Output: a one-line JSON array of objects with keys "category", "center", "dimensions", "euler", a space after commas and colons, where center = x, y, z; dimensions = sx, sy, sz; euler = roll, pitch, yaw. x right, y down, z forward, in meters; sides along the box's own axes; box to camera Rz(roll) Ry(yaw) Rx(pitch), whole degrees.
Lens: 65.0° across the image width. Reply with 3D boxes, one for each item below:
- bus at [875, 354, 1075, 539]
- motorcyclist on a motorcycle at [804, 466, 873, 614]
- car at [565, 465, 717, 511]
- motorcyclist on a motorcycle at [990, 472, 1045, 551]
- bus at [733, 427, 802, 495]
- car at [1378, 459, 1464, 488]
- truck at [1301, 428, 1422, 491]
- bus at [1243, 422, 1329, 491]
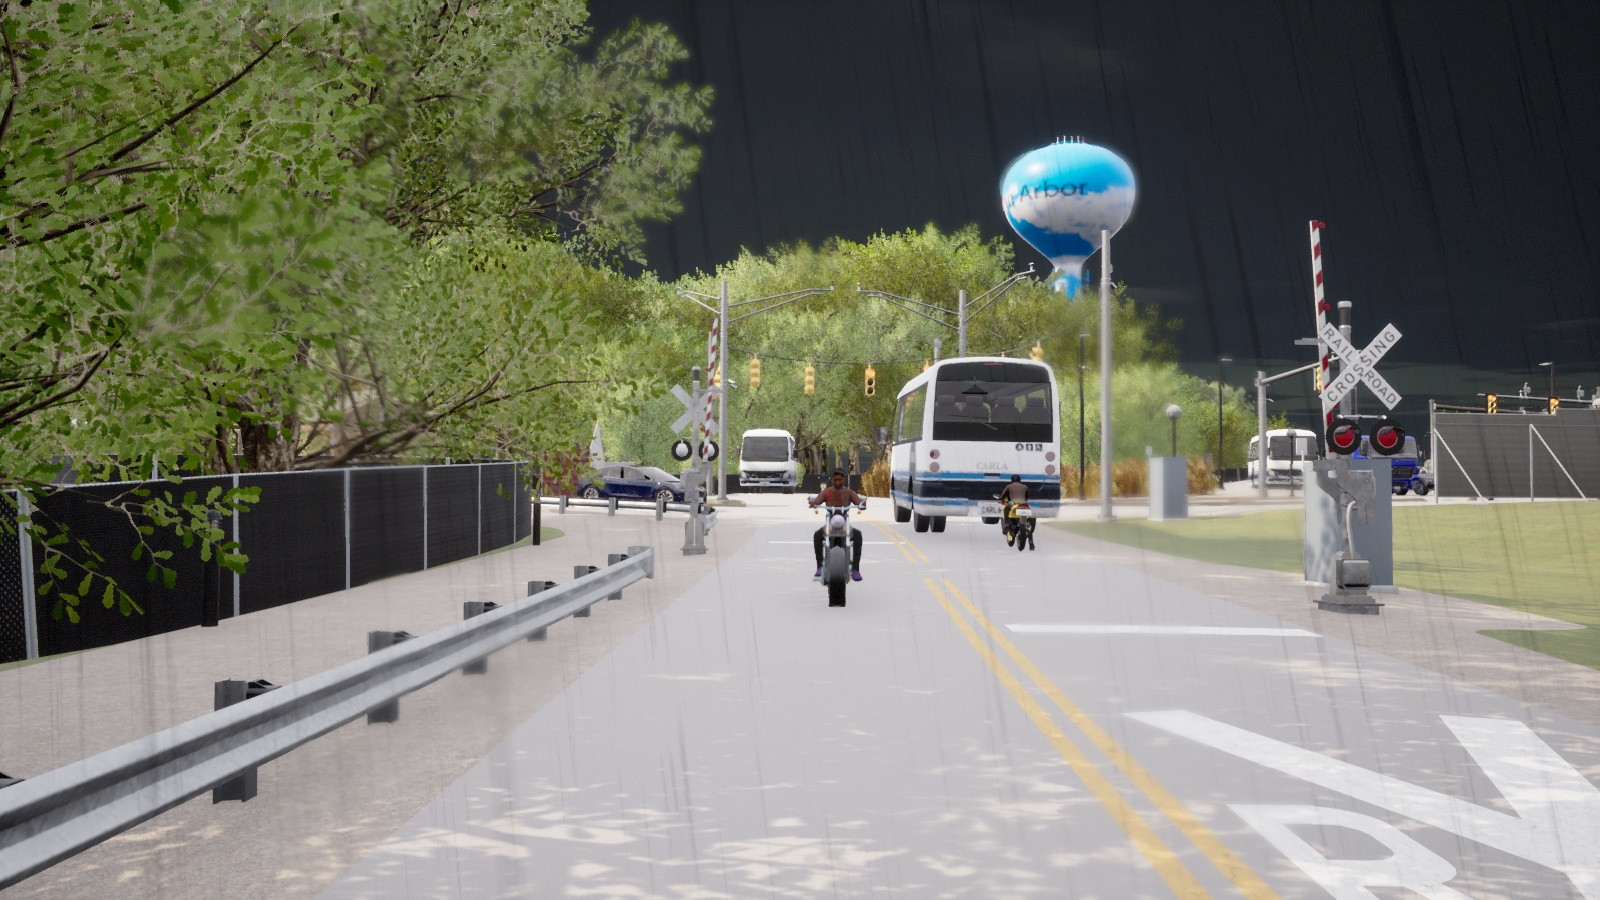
[{"category": "bus", "center": [4.384, -0.011, 34.388], "dimensions": [3.944, 4.253, 10.273], "euler": [1, -1, 0]}, {"category": "motorcyclist on a motorcycle", "center": [0.467, 1.017, 15.155], "dimensions": [0.766, 1.649, 2.350], "euler": [0, -1, 2]}, {"category": "car", "center": [-5.468, 1.299, 43.212], "dimensions": [4.792, 1.488, 2.163], "euler": [0, -2, 28]}, {"category": "motorcyclist on a motorcycle", "center": [4.379, 1.217, 25.429], "dimensions": [0.797, 1.523, 2.044], "euler": [0, -1, 1]}, {"category": "bus", "center": [-2.056, 0.839, 84.043], "dimensions": [3.944, 4.253, 10.273], "euler": [0, -2, 2]}, {"category": "car", "center": [36.098, 1.366, 73.144], "dimensions": [2.152, 1.651, 5.027], "euler": [0, -1, -5]}, {"category": "truck", "center": [32.448, 0.592, 72.946], "dimensions": [2.891, 3.462, 7.936], "euler": [0, -1, -5]}, {"category": "bus", "center": [33.058, 0.567, 85.932], "dimensions": [3.944, 4.253, 10.273], "euler": [0, -3, 12]}]
